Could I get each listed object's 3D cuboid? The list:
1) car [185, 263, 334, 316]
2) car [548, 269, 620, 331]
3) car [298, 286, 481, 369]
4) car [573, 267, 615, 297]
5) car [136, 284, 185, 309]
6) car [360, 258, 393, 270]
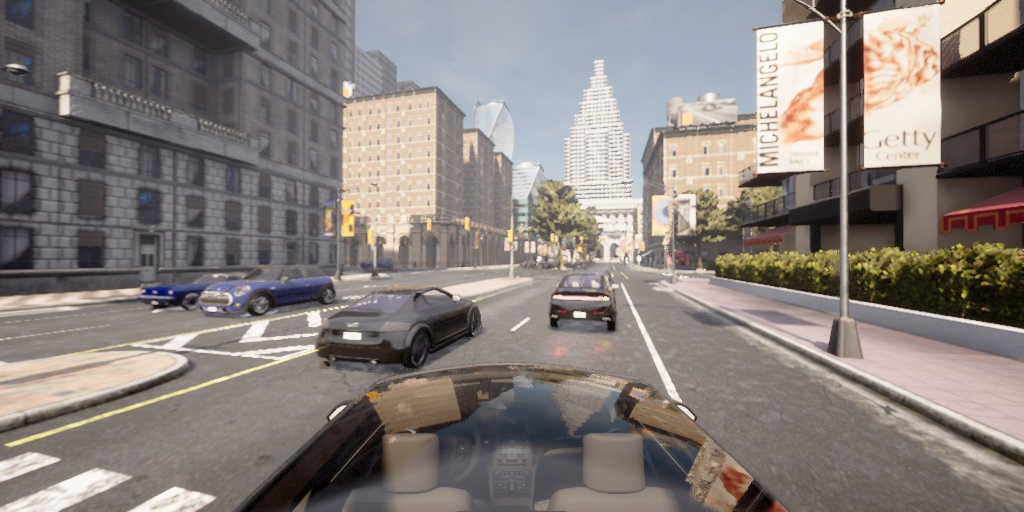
[{"bbox_3d":[-9.129,1.160,13.799,2.097,1.767,4.553,0,0,15],"label":"car"},{"bbox_3d":[2.375,1.320,11.550,2.128,1.511,4.902,0,0,15],"label":"car"},{"bbox_3d":[-2.198,1.352,8.054,1.994,1.385,4.181,0,0,15],"label":"car"},{"bbox_3d":[5.076,1.458,21.594,2.033,1.411,5.357,0,0,18],"label":"car"},{"bbox_3d":[-12.393,1.408,15.145,1.895,1.301,4.718,0,0,15],"label":"car"},{"bbox_3d":[-22.745,1.322,60.441,5.566,2.045,2.150,0,0,15],"label":"car"}]
